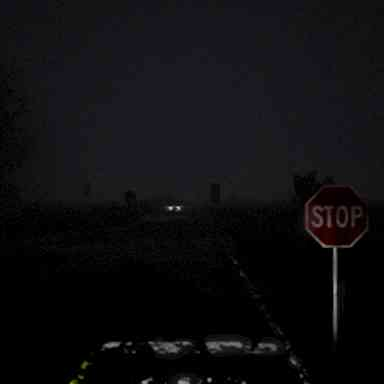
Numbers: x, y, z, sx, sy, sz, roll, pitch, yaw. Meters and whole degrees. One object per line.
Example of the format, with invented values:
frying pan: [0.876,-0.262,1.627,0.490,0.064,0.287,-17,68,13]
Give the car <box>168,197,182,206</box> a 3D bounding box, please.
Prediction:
car: [-2.682,1.431,53.378,1.994,1.385,4.181,0,0,0]
